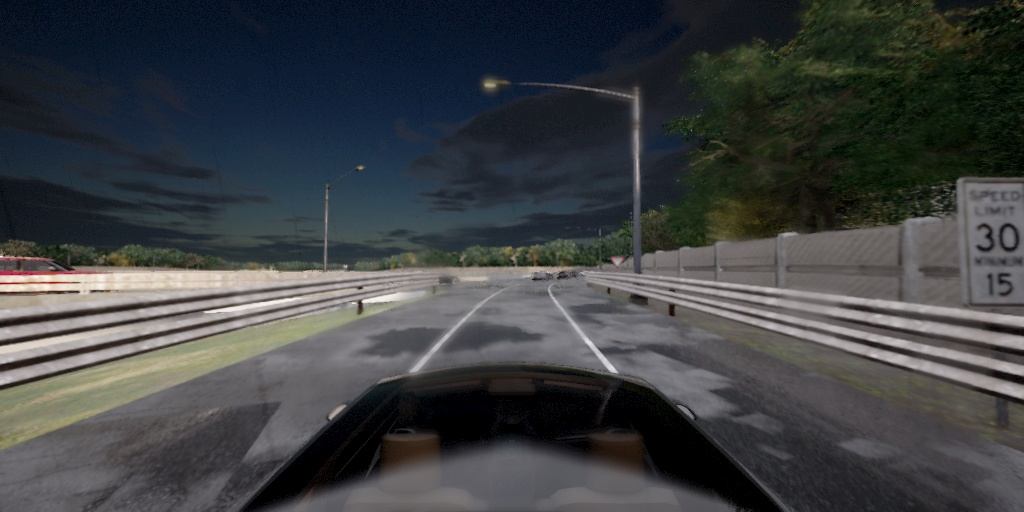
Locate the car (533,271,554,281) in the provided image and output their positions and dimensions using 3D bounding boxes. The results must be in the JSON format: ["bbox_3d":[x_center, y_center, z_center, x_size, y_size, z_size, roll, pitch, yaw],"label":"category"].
[{"bbox_3d":[4.632,2.936,52.096,1.994,1.385,4.181,-1,-3,26],"label":"car"}]

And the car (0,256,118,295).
[{"bbox_3d":[-22.527,1.072,16.781,5.566,2.045,2.150,2,-3,-41],"label":"car"}]

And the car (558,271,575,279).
[{"bbox_3d":[9.439,3.366,63.731,1.837,1.490,4.892,0,-2,20],"label":"car"}]

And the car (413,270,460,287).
[{"bbox_3d":[-6.962,2.074,33.280,2.128,1.511,4.902,-1,-3,37],"label":"car"}]
